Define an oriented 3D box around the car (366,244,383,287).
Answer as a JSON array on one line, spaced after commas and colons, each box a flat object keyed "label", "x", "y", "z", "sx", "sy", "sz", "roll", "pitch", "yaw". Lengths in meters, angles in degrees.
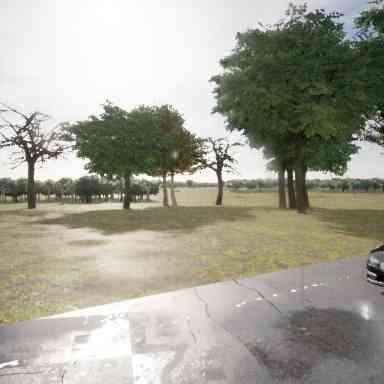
[{"label": "car", "x": 6.204, "y": 1.490, "z": 8.055, "sx": 4.902, "sy": 1.511, "sz": 2.128, "roll": 0, "pitch": 0, "yaw": -33}]
